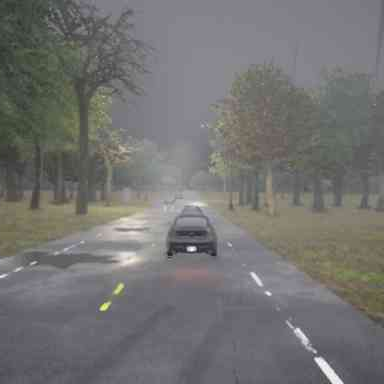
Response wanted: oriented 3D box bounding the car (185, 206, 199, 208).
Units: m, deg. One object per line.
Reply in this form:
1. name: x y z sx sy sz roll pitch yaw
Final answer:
1. car: -0.014 1.845 28.441 1.994 1.385 4.181 0 0 0

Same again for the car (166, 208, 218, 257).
1. car: 0.003 1.649 13.499 1.837 1.490 4.892 0 0 0

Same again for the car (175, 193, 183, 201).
1. car: -3.465 1.334 85.225 2.150 2.045 5.566 0 0 -2

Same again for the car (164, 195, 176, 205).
1. car: -4.597 1.886 66.002 1.812 1.442 4.674 0 0 -6
